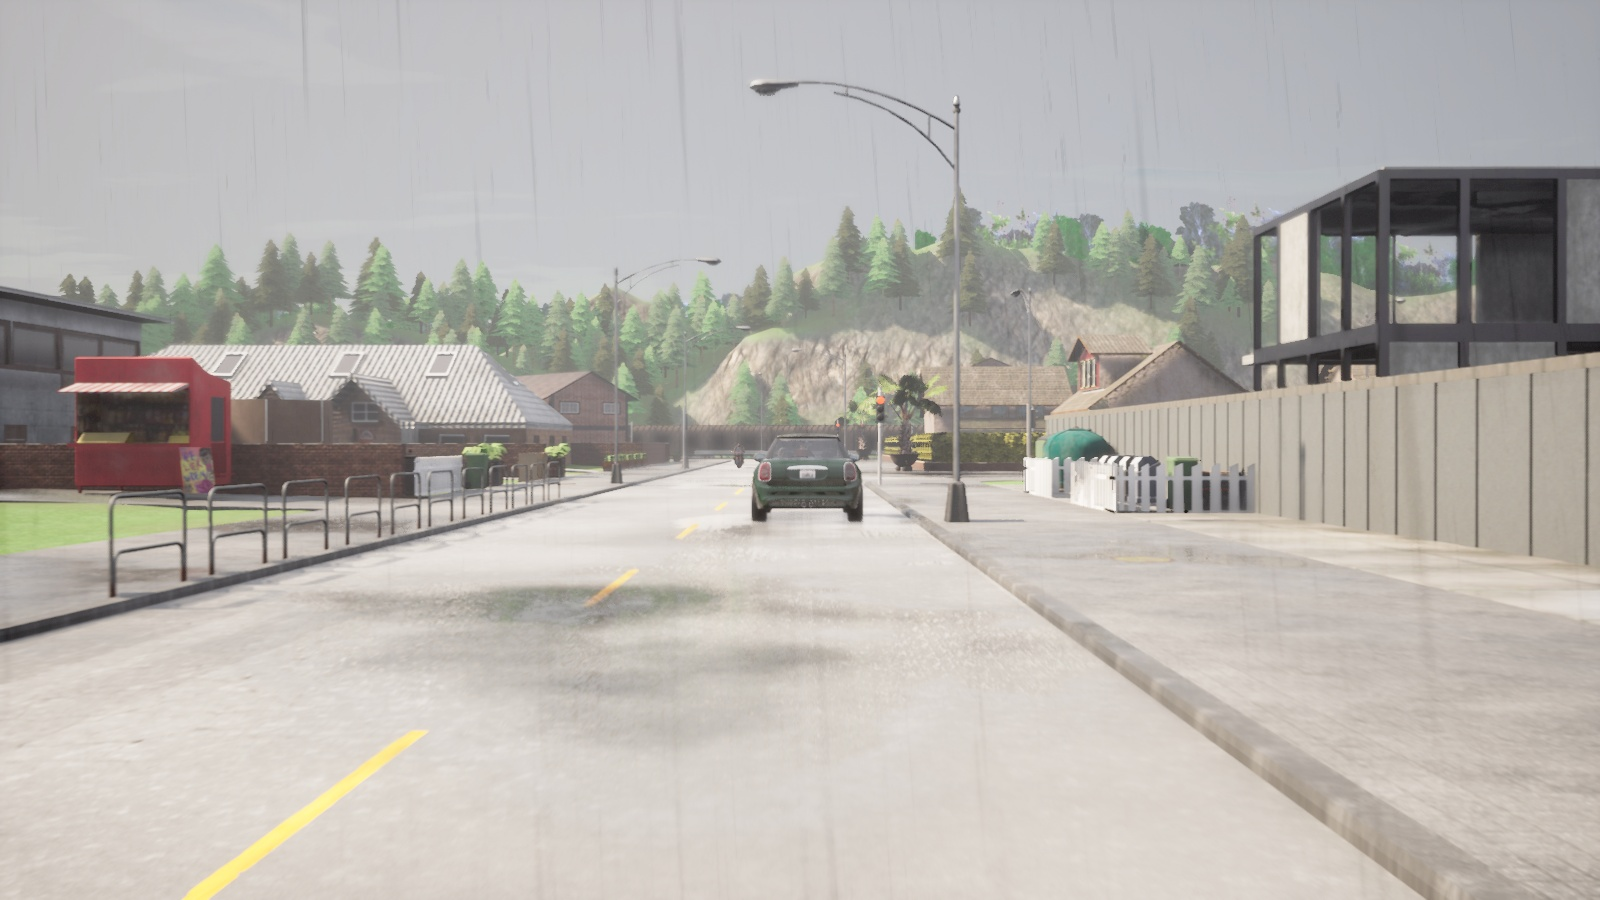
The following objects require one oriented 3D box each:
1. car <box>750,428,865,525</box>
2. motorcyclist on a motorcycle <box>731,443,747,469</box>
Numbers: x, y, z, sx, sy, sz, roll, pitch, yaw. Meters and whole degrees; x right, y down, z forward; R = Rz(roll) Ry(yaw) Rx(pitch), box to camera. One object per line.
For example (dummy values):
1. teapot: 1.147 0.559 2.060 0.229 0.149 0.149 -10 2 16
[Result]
1. car: 0.145 0.464 25.052 2.097 1.767 4.553 0 0 0
2. motorcyclist on a motorcycle: -3.608 0.360 74.274 0.866 1.530 2.191 0 0 0
